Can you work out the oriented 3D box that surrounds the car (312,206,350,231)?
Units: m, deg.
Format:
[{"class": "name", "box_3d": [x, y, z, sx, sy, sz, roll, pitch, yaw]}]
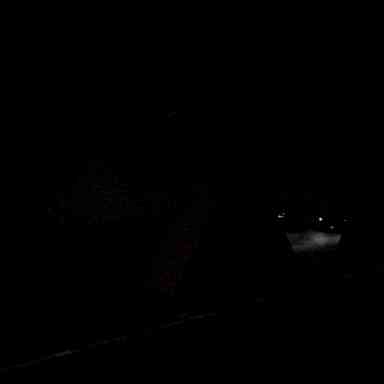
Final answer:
[{"class": "car", "box_3d": [9.384, 1.604, 19.300, 4.718, 1.301, 1.895, 0, 0, -36]}]

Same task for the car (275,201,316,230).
[{"class": "car", "box_3d": [6.363, 1.355, 21.443, 4.553, 1.767, 2.097, 0, 0, -36]}]
